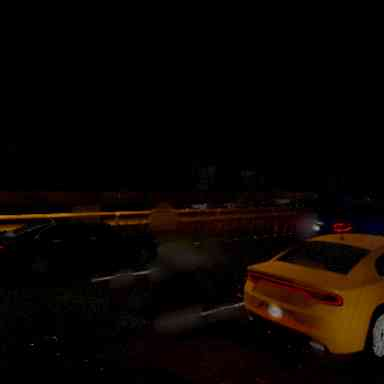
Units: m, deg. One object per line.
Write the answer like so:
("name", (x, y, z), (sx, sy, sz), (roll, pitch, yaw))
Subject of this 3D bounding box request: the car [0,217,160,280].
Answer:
("car", (-3.292, 1.518, 10.030), (4.892, 1.490, 1.837), (0, 0, -35))

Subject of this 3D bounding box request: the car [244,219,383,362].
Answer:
("car", (3.177, 1.503, 6.030), (5.008, 1.535, 1.882), (0, 0, -35))

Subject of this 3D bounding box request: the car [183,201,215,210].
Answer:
("car", (1.170, 1.702, 39.874), (4.718, 1.301, 1.895), (0, 0, -40))

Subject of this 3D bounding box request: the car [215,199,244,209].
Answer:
("car", (5.433, 1.592, 38.948), (5.008, 1.535, 1.882), (0, 0, -41))

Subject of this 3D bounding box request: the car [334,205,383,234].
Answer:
("car", (11.246, 1.639, 20.767), (5.357, 1.411, 2.033), (0, 0, -38))

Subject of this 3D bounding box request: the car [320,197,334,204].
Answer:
("car", (28.765, 1.727, 70.728), (1.895, 1.301, 4.718), (0, 0, 34))

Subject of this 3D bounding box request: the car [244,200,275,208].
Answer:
("car", (8.209, 1.644, 36.729), (4.674, 1.442, 1.812), (0, 0, -42))

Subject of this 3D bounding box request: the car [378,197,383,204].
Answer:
("car", (38.375, 1.739, 66.247), (1.994, 1.385, 4.181), (0, 0, 34))

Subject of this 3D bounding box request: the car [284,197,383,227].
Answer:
("car", (6.227, 1.276, 12.533), (5.566, 2.045, 2.150), (0, 0, -36))

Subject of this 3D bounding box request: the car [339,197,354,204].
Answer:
("car", (32.465, 1.721, 69.999), (2.033, 1.411, 5.357), (0, 0, 34))

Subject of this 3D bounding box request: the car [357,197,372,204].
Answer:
("car", (35.420, 1.709, 68.124), (2.128, 1.511, 4.902), (0, 0, 34))

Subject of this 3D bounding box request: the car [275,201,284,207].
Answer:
("car", (11.115, 1.476, 34.643), (4.553, 1.767, 2.097), (0, 0, -42))
